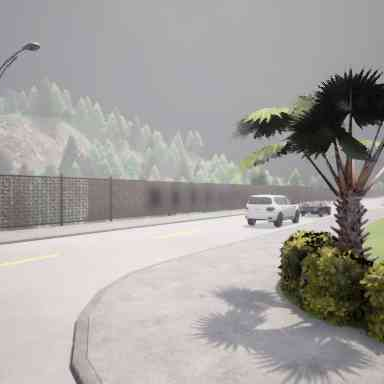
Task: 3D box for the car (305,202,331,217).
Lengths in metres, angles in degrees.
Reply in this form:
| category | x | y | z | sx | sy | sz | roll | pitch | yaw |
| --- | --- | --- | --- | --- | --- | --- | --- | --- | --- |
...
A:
| category | x | y | z | sx | sy | sz | roll | pitch | yaw |
| --- | --- | --- | --- | --- | --- | --- | --- | --- | --- |
| car | 11.781 | 1.605 | 31.591 | 1.895 | 1.301 | 4.718 | 0 | 0 | 35 |

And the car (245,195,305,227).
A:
| category | x | y | z | sx | sy | sz | roll | pitch | yaw |
| --- | --- | --- | --- | --- | --- | --- | --- | --- | --- |
| car | 5.662 | 1.225 | 23.038 | 2.150 | 2.045 | 5.566 | 0 | 0 | 36 |
